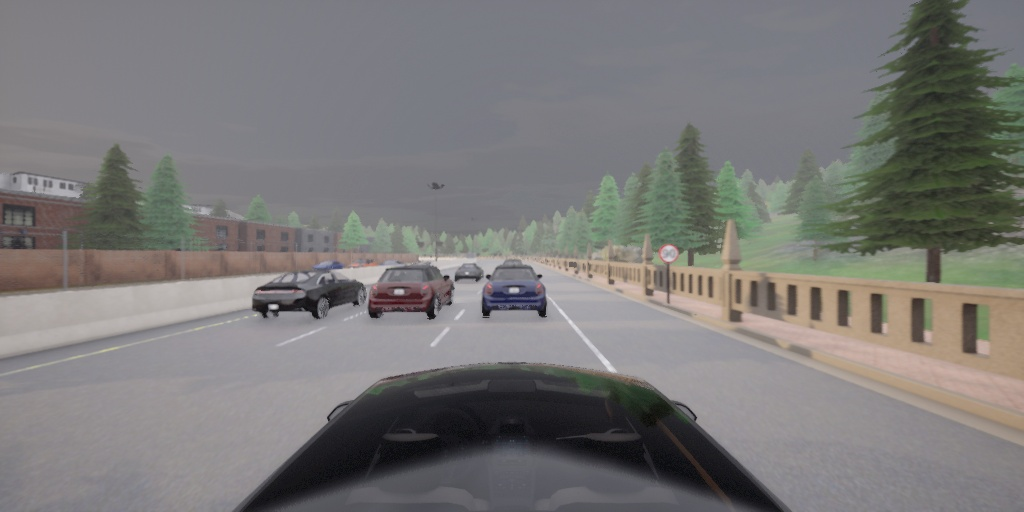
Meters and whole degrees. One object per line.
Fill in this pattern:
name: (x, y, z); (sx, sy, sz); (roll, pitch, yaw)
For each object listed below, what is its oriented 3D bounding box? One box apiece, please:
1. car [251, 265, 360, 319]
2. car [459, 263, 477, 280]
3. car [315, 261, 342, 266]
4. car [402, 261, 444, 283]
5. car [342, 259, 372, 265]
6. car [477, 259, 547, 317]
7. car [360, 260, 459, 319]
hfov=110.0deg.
car: (-6.925, 1.258, 12.842); (2.128, 1.511, 4.902); (0, 0, 0)
car: (-3.413, 1.269, 29.227); (1.994, 1.385, 4.181); (0, 0, 0)
car: (-21.078, 1.263, 41.392); (1.882, 1.535, 5.008); (0, 0, 0)
car: (-6.917, 1.220, 28.542); (2.128, 1.511, 4.902); (0, 0, 0)
car: (-17.577, 1.113, 42.093); (2.097, 1.767, 4.553); (0, 0, 0)
car: (0.075, 1.074, 13.226); (2.097, 1.767, 4.553); (0, 0, 0)
car: (-3.426, 1.097, 13.028); (2.097, 1.767, 4.553); (0, 0, 0)
